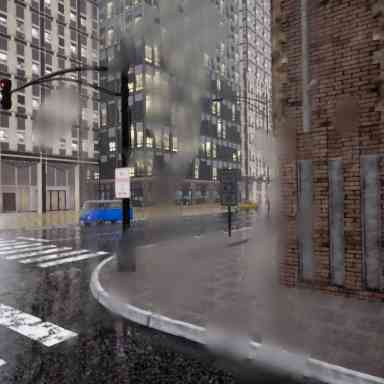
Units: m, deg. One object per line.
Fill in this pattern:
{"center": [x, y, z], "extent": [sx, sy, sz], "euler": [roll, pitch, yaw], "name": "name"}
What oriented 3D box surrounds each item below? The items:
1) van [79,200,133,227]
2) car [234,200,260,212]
{"center": [-5.987, 1.460, 23.470], "extent": [1.690, 1.788, 3.998], "euler": [-2, -1, 36], "name": "van"}
{"center": [6.849, 1.689, 41.378], "extent": [1.752, 1.417, 4.829], "euler": [-2, -1, 36], "name": "car"}
